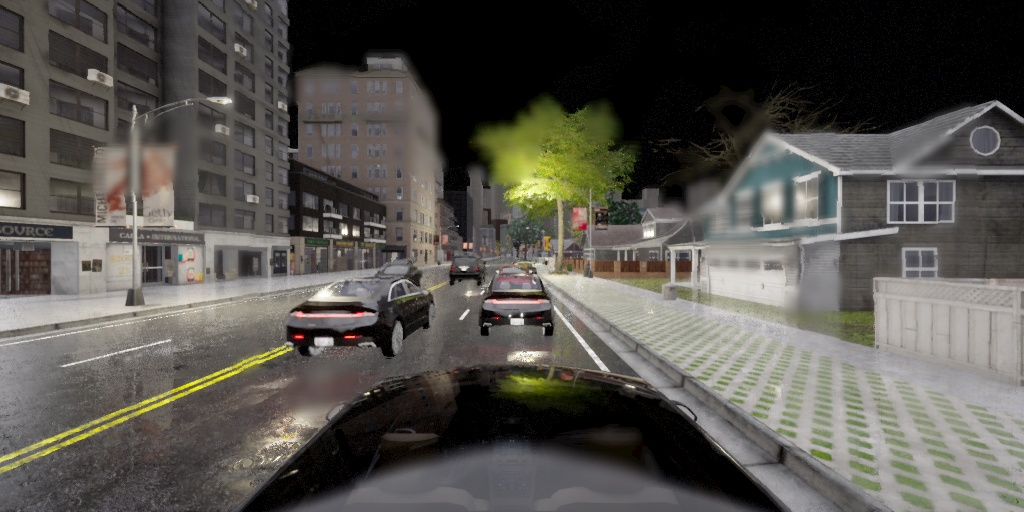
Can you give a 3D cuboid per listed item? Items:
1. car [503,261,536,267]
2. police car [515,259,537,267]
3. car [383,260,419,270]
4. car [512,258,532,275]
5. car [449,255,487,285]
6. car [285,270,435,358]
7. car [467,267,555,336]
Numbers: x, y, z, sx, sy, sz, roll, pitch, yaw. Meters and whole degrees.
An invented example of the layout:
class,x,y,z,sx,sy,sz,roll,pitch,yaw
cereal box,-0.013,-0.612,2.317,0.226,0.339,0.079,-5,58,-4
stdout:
class,x,y,z,sx,sy,sz,roll,pitch,yaw
car,0.124,1.219,19.869,1.882,1.535,5.008,0,0,0
police car,1.011,1.155,29.598,1.930,1.638,5.238,0,0,0
car,-6.574,1.218,20.921,1.882,1.535,5.008,0,0,0
car,1.023,1.068,39.459,2.097,1.767,4.553,0,0,0
car,-3.116,0.957,25.966,2.150,2.045,5.566,0,0,0
car,-3.142,1.237,8.450,2.128,1.511,4.902,0,0,0
car,0.114,1.239,10.366,2.128,1.511,4.902,0,0,0
